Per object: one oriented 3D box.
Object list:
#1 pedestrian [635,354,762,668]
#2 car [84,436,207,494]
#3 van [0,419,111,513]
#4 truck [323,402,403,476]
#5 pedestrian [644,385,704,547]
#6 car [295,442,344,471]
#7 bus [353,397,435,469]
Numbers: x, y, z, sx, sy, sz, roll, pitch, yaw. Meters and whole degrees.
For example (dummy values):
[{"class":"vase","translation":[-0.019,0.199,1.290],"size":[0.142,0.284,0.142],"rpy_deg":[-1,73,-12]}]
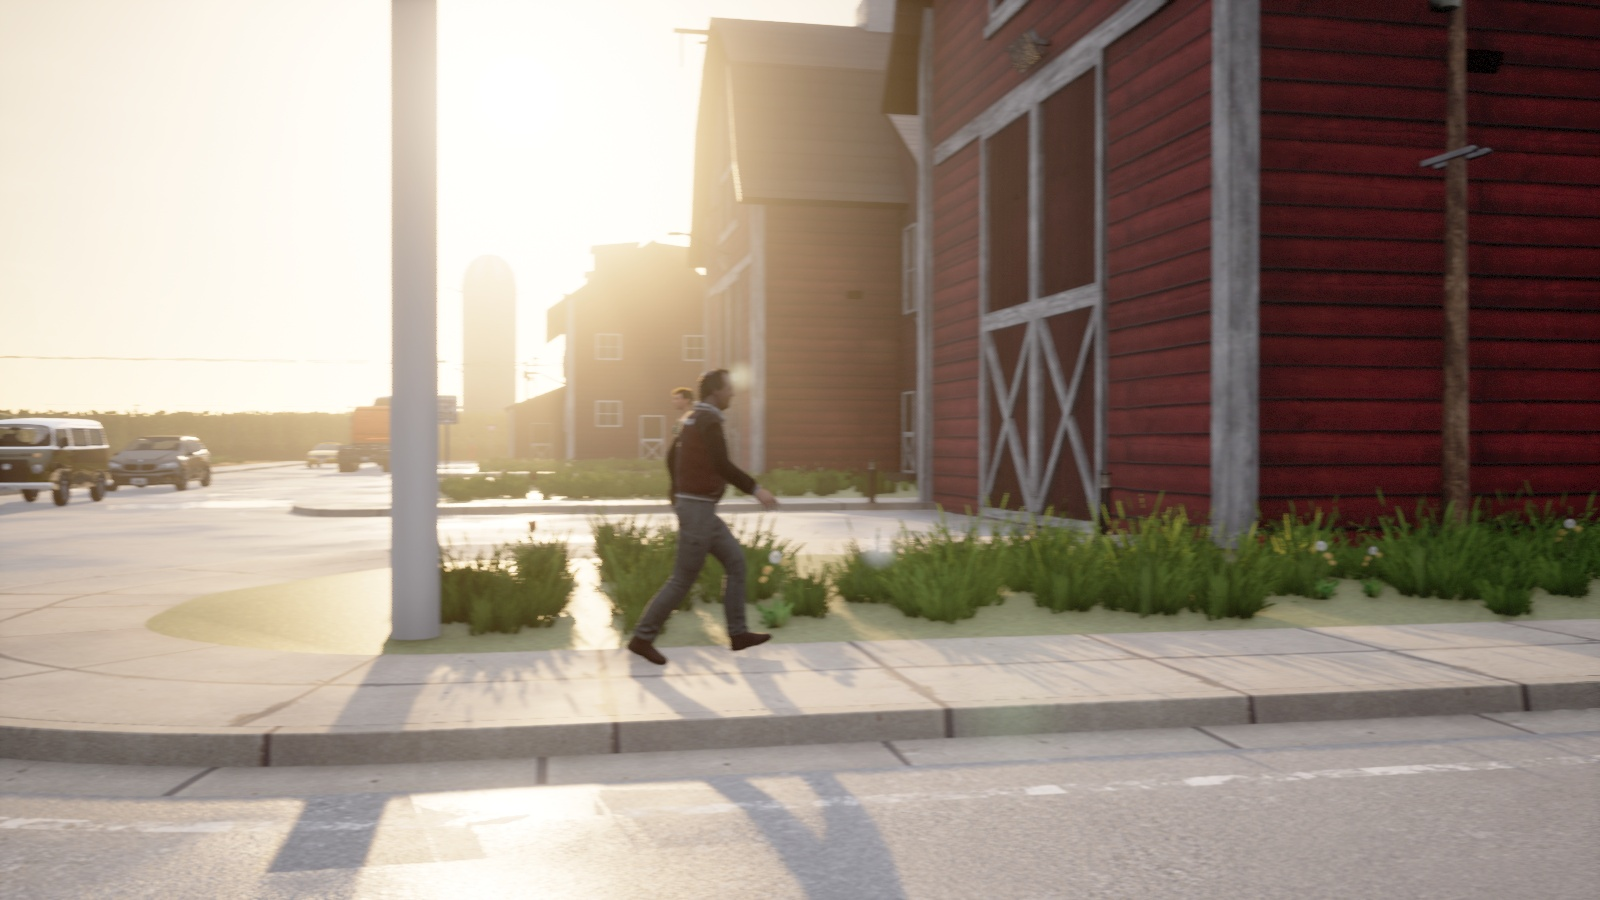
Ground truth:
[{"class":"pedestrian","translation":[-0.626,0.359,7.667],"size":[0.720,1.854,0.376],"rpy_deg":[0,0,-12]},{"class":"car","translation":[-20.071,0.398,38.757],"size":[2.242,1.667,4.611],"rpy_deg":[-1,1,-13]},{"class":"van","translation":[-17.990,0.335,29.396],"size":[2.069,2.038,4.480],"rpy_deg":[0,0,-13]},{"class":"truck","translation":[-21.952,-0.553,63.434],"size":[2.891,3.462,7.936],"rpy_deg":[0,0,-12]},{"class":"pedestrian","translation":[-1.457,0.178,14.492],"size":[0.594,1.836,0.345],"rpy_deg":[0,0,-27]},{"class":"car","translation":[-27.316,0.340,71.485],"size":[1.801,1.575,5.366],"rpy_deg":[0,0,-12]},{"class":"bus","translation":[-25.503,-1.028,79.449],"size":[3.944,4.253,10.273],"rpy_deg":[0,0,-12]}]
